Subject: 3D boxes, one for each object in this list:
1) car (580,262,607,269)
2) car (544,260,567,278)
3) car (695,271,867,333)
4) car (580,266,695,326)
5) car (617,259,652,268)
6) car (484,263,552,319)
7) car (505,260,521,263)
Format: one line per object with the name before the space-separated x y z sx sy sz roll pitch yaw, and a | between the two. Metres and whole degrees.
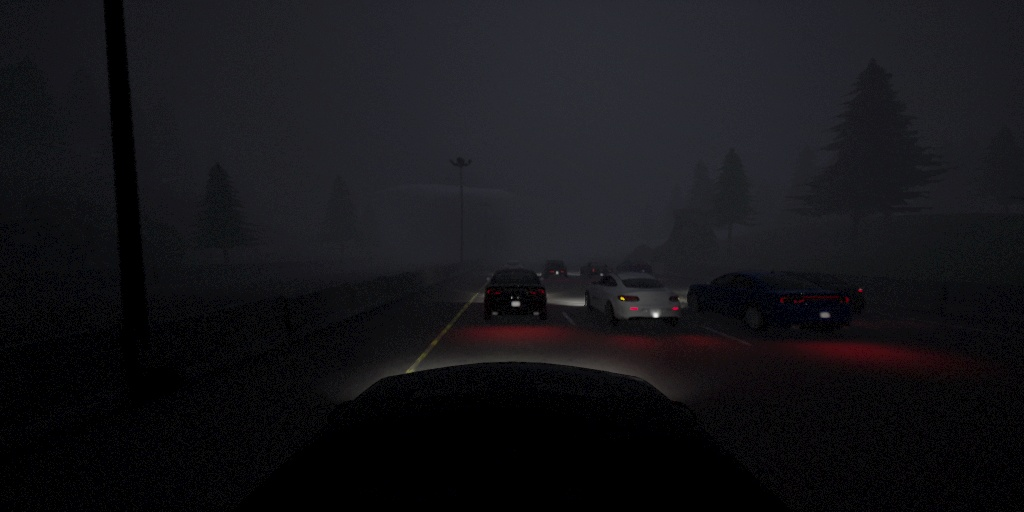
car | 7.115 1.166 30.740 1.895 1.301 4.718 0 0 0
car | 3.615 1.068 31.056 1.837 1.490 4.892 0 0 0
car | 7.104 1.171 10.609 1.882 1.535 5.008 0 0 0
car | 3.605 1.215 11.298 1.812 1.442 4.674 0 0 0
car | 10.615 1.038 31.461 1.882 1.535 5.008 0 0 0
car | 0.105 1.160 12.418 1.882 1.535 5.008 0 0 0
car | 0.102 1.090 31.028 1.812 1.442 4.674 0 0 0
